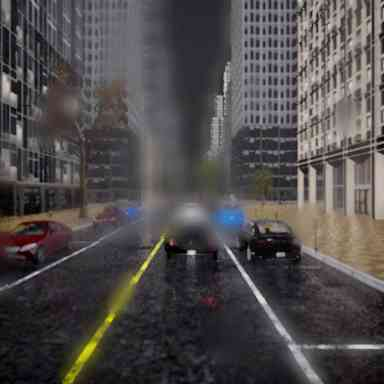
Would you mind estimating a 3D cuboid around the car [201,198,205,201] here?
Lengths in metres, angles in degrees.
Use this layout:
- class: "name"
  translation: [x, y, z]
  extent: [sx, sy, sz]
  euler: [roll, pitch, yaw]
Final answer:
- class: "car"
  translation: [2.782, 2.089, 52.013]
  extent: [1.947, 1.339, 4.313]
  euler: [-1, -1, 0]

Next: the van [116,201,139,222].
- class: "van"
  translation: [-5.716, 1.640, 29.276]
  extent: [1.690, 1.788, 3.998]
  euler: [-1, -1, 0]

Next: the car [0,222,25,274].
- class: "car"
  translation: [-5.703, 1.383, 6.542]
  extent: [2.192, 1.841, 5.009]
  euler: [-1, -1, 0]

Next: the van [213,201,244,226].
- class: "van"
  translation: [2.667, 1.584, 23.598]
  extent: [1.690, 1.788, 3.998]
  euler: [-1, -1, 0]

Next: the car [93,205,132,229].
- class: "car"
  translation: [-5.711, 1.824, 23.590]
  extent: [1.802, 1.307, 4.206]
  euler: [-1, -1, 0]

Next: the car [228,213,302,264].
- class: "car"
  translation: [2.676, 1.678, 12.228]
  extent: [2.008, 1.369, 4.403]
  euler: [-1, -1, 0]

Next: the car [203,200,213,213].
- class: "car"
  translation: [2.712, 1.977, 40.644]
  extent: [1.947, 1.339, 4.313]
  euler: [-1, -1, 0]

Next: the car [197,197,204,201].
- class: "car"
  translation: [2.496, 2.217, 90.942]
  extent: [2.192, 1.841, 5.009]
  euler: [0, -1, 0]

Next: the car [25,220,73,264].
- class: "car"
  translation: [-5.704, 1.708, 12.223]
  extent: [1.802, 1.307, 4.206]
  euler: [-1, -1, 0]

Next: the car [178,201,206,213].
- class: "car"
  translation: [0.005, 1.821, 28.893]
  extent: [1.812, 1.442, 4.674]
  euler: [0, 0, 0]

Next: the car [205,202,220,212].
- class: "car"
  translation: [2.767, 2.049, 46.327]
  extent: [1.802, 1.307, 4.206]
  euler: [-1, -1, 0]

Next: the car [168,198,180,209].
- class: "car"
  translation: [-3.052, 2.142, 57.628]
  extent: [1.994, 1.385, 4.181]
  euler: [0, -1, 0]

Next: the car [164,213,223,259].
- class: "car"
  translation: [0.007, 1.738, 13.246]
  extent: [1.895, 1.301, 4.718]
  euler: [0, -1, 0]
